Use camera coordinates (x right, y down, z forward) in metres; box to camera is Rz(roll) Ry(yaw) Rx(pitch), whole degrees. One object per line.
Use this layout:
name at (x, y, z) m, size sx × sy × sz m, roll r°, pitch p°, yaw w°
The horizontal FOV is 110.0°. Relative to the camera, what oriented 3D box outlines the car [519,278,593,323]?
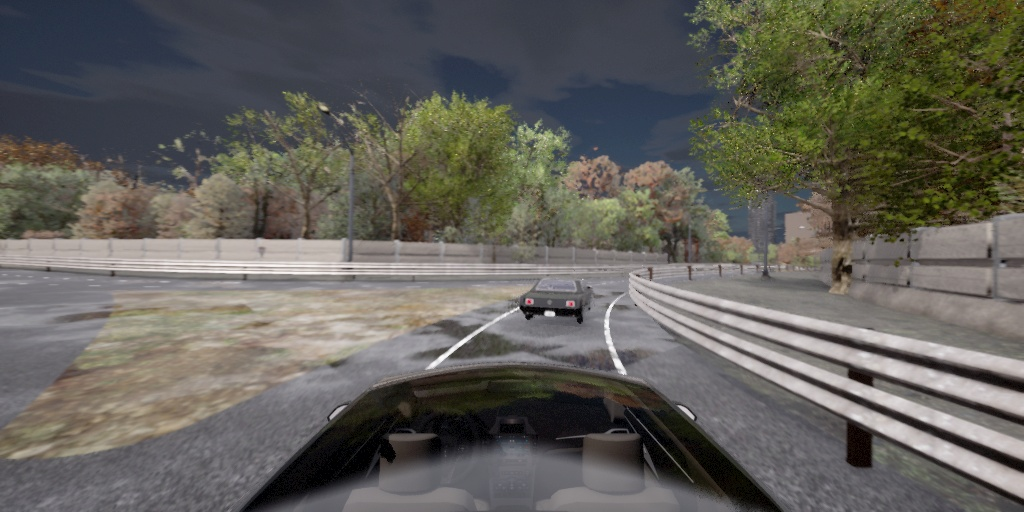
car at (1.758, 1.402, 12.525) m, size 1.895 × 1.301 × 4.718 m, roll 1°, pitch 0°, yaw 17°
